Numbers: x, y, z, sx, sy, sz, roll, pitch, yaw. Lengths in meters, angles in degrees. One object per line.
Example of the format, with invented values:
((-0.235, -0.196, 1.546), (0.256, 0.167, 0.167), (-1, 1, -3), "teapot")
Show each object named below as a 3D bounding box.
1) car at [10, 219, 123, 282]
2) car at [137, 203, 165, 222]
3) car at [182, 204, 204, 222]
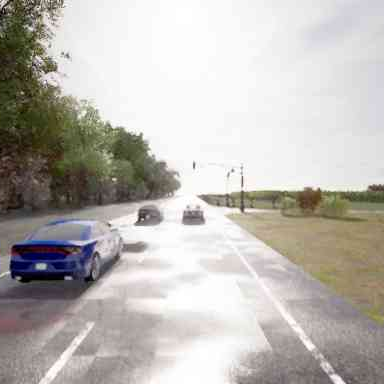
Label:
((-3.401, 1.534, 9.974), (1.882, 1.535, 5.008), (0, 0, 0), "car")
((-3.399, 1.659, 28.020), (1.837, 1.490, 4.892), (0, 0, 0), "car")
((0.103, 1.704, 28.227), (2.033, 1.411, 5.357), (0, 0, 0), "car")
